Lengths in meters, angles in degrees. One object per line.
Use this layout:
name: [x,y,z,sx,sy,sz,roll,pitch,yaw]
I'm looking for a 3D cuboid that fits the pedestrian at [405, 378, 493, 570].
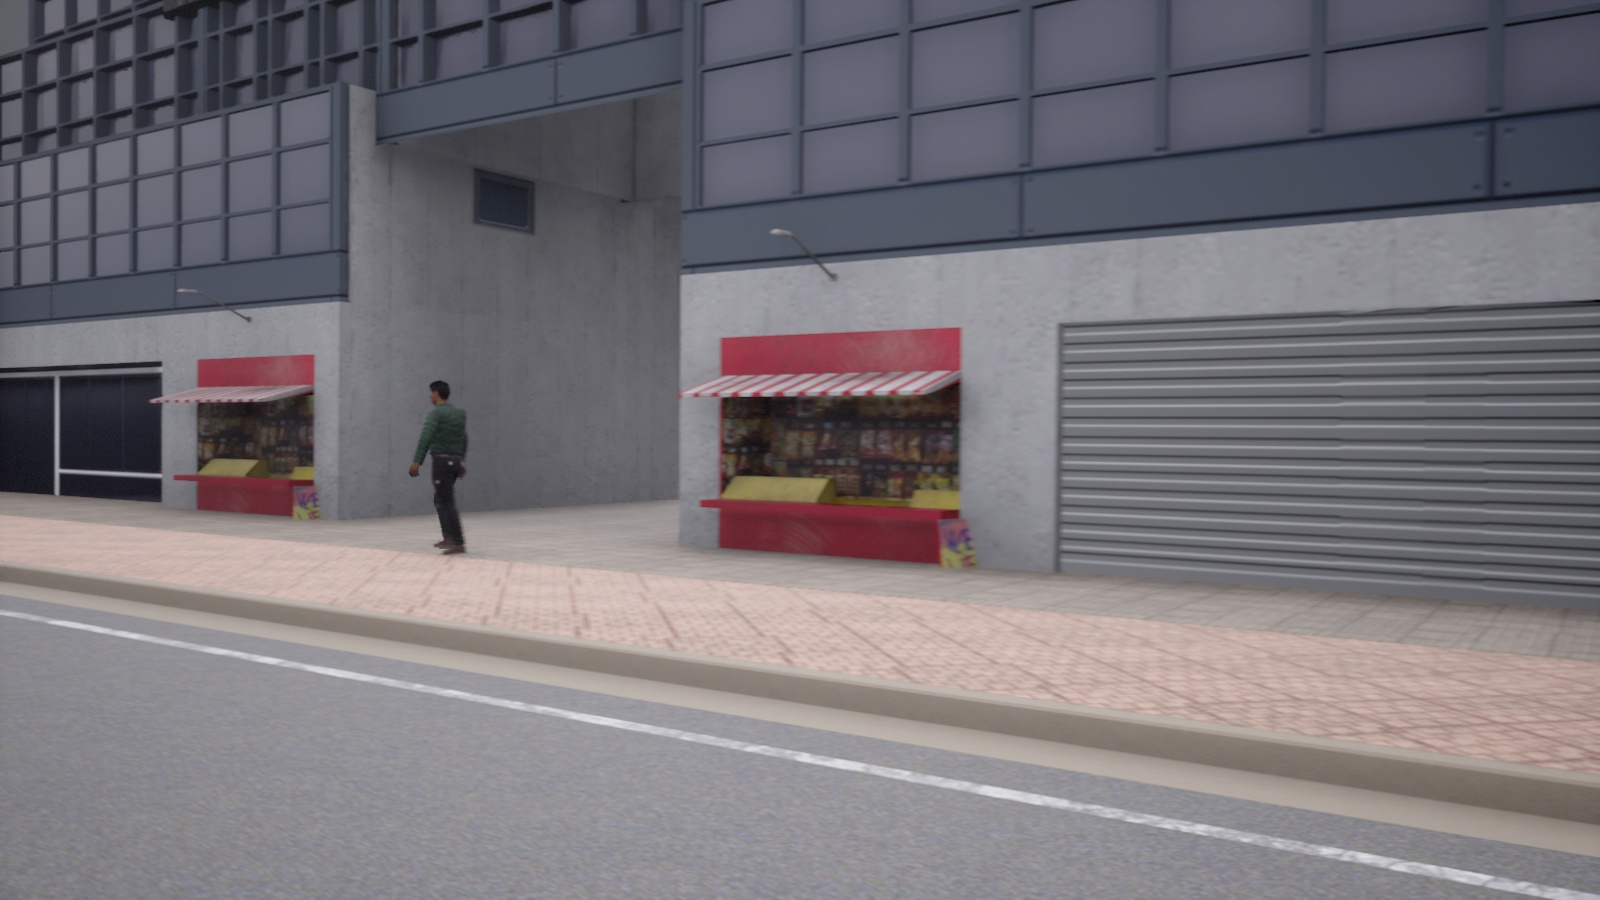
pedestrian: [-3.661,0.244,13.106,0.788,1.949,0.423,0,1,27]
